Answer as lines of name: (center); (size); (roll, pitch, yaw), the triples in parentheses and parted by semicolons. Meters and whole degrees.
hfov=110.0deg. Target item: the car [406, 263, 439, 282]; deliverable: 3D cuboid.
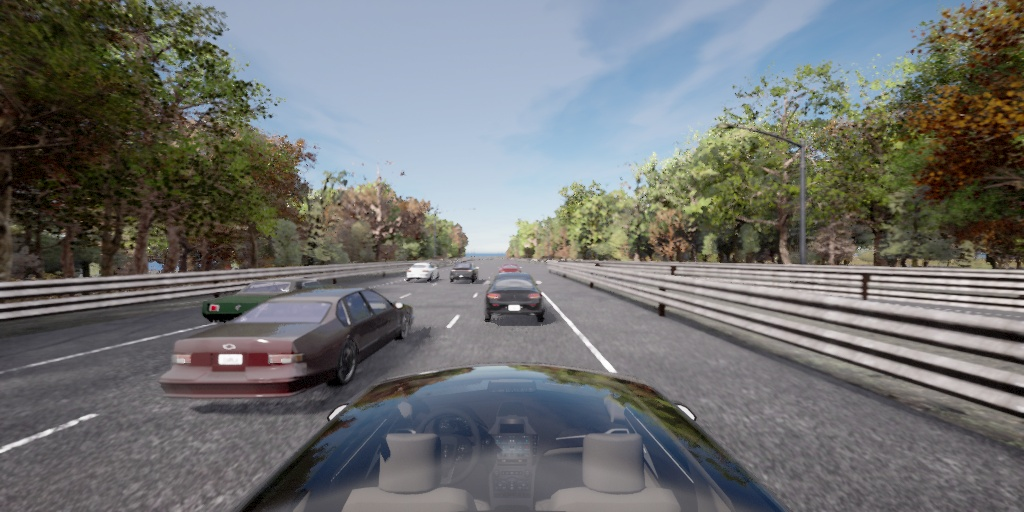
car: (-7.169, 1.284, 29.076); (1.812, 1.442, 4.674); (0, 0, -1)

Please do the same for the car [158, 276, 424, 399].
car: (-3.420, 1.298, 6.856); (2.033, 1.411, 5.357); (0, 0, 0)

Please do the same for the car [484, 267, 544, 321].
car: (0.049, 1.275, 12.263); (1.812, 1.442, 4.674); (0, 0, 0)

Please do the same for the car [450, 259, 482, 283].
car: (-3.648, 1.247, 27.895); (2.128, 1.511, 4.902); (0, 0, -1)

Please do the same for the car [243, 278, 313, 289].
car: (-6.943, 1.352, 11.363); (1.895, 1.301, 4.718); (0, 0, 0)

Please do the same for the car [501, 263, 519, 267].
car: (-0.168, 1.280, 29.017); (1.812, 1.442, 4.674); (0, 0, -1)
